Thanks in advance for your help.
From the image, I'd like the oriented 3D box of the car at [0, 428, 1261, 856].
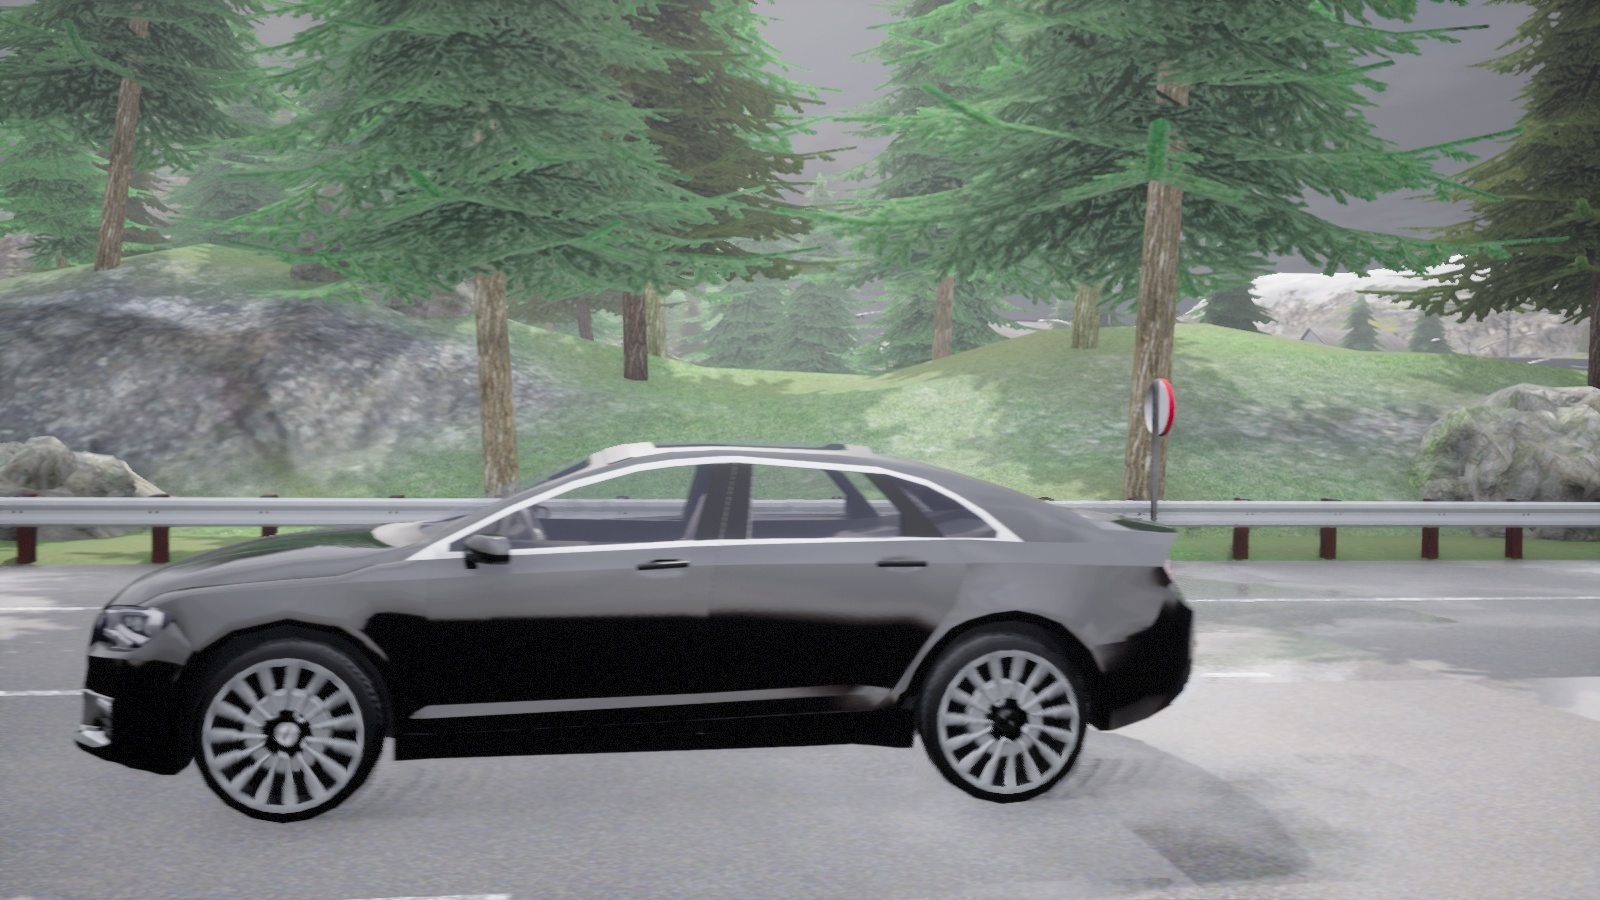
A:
[{"bbox_3d":[-0.675,0.677,5.902,4.902,1.511,2.128,-1,1,-7],"label":"car"}]
